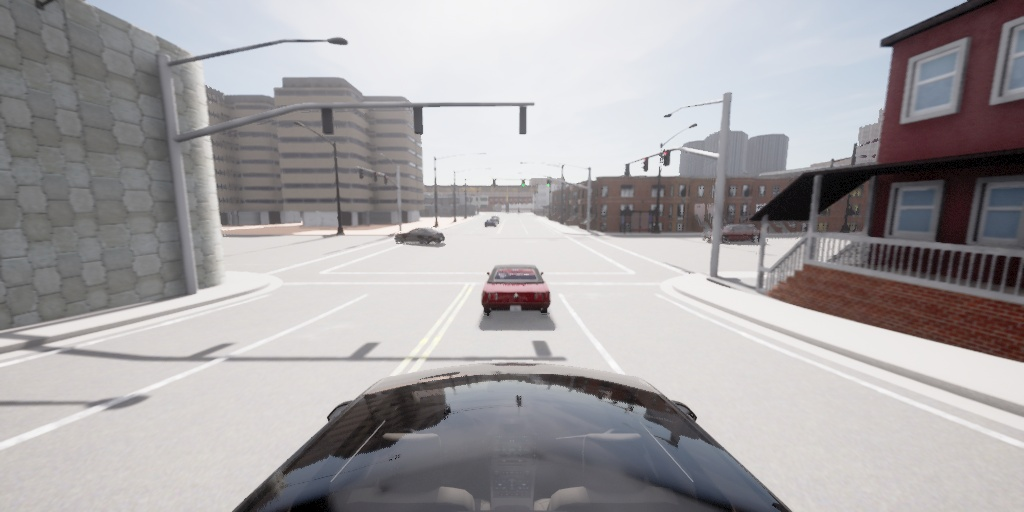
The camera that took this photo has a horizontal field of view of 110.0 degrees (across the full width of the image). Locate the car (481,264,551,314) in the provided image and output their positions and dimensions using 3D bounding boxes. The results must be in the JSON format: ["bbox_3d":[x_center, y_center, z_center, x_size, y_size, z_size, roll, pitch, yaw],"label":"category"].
[{"bbox_3d":[0.105,0.901,11.586,1.895,1.301,4.718,0,5,0],"label":"car"}]

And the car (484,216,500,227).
[{"bbox_3d":[-3.524,-5.417,58.803,1.895,1.301,4.718,0,8,1],"label":"car"}]

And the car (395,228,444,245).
[{"bbox_3d":[-8.206,-1.793,31.872,4.674,1.442,1.812,4,8,25],"label":"car"}]

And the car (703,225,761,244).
[{"bbox_3d":[19.942,-2.063,32.552,4.553,1.767,2.097,0,8,0],"label":"car"}]
